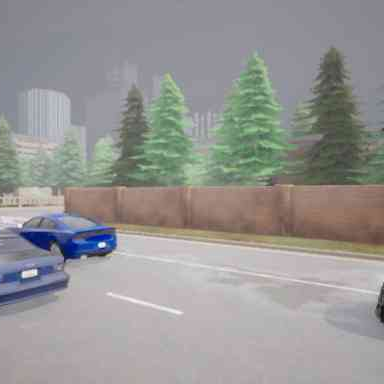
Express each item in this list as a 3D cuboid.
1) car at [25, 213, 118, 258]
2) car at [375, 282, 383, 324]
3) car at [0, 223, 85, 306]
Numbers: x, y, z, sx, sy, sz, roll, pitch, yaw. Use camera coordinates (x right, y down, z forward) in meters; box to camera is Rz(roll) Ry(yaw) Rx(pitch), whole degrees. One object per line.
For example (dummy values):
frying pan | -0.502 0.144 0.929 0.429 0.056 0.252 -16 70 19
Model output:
car | -4.796 1.477 11.715 5.008 1.535 1.882 0 0 36
car | 5.007 1.564 4.719 4.181 1.385 1.994 0 0 36
car | -5.033 1.547 7.584 5.357 1.411 2.033 0 0 36
